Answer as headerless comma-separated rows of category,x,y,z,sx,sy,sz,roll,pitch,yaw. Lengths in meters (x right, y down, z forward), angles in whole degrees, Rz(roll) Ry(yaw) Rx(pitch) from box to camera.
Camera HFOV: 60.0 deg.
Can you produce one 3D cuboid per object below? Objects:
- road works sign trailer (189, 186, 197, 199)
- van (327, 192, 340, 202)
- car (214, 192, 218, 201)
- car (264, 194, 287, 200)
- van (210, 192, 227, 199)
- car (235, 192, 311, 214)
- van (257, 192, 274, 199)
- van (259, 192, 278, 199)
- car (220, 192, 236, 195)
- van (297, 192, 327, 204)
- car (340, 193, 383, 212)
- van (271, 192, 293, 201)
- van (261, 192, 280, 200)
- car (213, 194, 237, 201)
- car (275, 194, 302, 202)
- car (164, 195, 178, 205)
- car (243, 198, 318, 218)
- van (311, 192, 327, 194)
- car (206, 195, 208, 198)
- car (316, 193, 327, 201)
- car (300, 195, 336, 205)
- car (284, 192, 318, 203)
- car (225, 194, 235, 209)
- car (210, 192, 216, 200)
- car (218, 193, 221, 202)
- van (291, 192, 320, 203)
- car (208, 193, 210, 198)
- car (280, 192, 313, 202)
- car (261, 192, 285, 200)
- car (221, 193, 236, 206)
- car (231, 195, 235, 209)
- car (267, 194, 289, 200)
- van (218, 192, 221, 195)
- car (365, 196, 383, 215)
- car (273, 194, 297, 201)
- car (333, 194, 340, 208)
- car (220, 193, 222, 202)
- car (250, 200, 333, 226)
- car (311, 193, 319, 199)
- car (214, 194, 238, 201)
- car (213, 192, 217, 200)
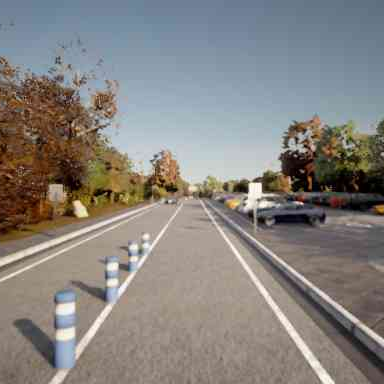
road works sign trailer,0.259,0.152,92.910,2.380,3.560,2.880,-2,1,0
van,20.167,1.073,42.554,4.442,1.987,1.878,0,1,0
car,7.106,1.258,62.011,4.792,1.488,2.163,0,0,0
car,20.374,1.182,81.206,5.008,1.535,2.097,0,0,1
van,7.256,0.946,89.772,4.442,1.987,1.878,0,0,0
car,6.880,1.201,28.706,5.566,2.045,2.435,0,1,0
van,20.359,0.934,92.419,4.442,1.987,1.878,0,0,0
van,20.567,0.939,89.514,4.442,1.987,1.878,0,0,1
car,7.072,1.127,50.909,4.553,1.767,2.185,0,0,0
van,20.283,1.006,56.273,4.442,1.987,1.878,0,0,1
car,20.030,1.105,36.891,5.566,2.045,2.435,0,1,0
van,20.450,0.967,75.789,4.442,1.987,1.878,0,0,0
van,20.545,0.945,86.870,4.442,1.987,1.878,0,0,0
car,7.224,1.207,73.115,4.892,1.521,2.231,0,0,0
car,20.280,1.204,70.125,5.008,1.535,2.097,0,0,1
car,-3.248,1.263,52.306,2.128,1.511,4.902,0,0,1
car,6.833,1.482,25.934,5.008,1.535,2.097,0,1,0
van,20.011,1.020,50.719,4.442,1.987,1.878,0,0,0
car,7.425,0.915,92.547,5.566,2.045,2.435,0,0,0
car,20.102,1.304,45.328,4.792,1.488,2.163,0,1,1
car,20.149,1.238,53.505,5.008,1.535,2.097,0,0,1
car,20.186,0.970,61.814,5.566,2.045,2.435,0,0,0
car,6.737,1.361,37.039,5.366,1.575,1.946,0,1,0
car,6.998,1.214,67.565,5.366,1.575,1.946,0,0,0
car,7.094,1.274,53.682,4.792,1.488,2.163,0,0,0
van,20.074,1.001,59.045,4.442,1.987,1.878,0,0,1
car,7.320,1.183,84.220,5.008,1.535,2.097,0,0,0
car,20.210,0.964,64.584,5.566,2.045,2.435,0,0,0
car,20.376,0.925,84.100,5.566,2.045,2.435,0,0,0
car,6.786,1.302,42.711,5.366,1.575,1.946,0,1,0
car,6.905,1.394,34.262,4.892,1.521,2.231,0,1,0
car,20.354,1.228,78.435,4.674,1.452,2.002,0,0,0
van,7.205,1.013,56.457,4.442,1.987,1.878,0,0,0
car,19.769,1.413,31.357,5.366,1.575,1.946,0,1,1
car,20.313,1.239,73.020,4.674,1.452,2.002,0,0,0
car,19.997,1.357,39.664,4.792,1.488,2.163,0,1,0
car,7.011,1.266,48.130,4.892,1.521,2.231,0,0,0
car,6.775,1.542,23.158,4.792,1.488,2.163,0,1,0
car,20.125,1.287,47.967,4.792,1.488,2.163,0,0,1
car,7.213,1.212,70.339,4.892,1.521,2.231,0,0,0
car,7.130,1.252,64.787,4.792,1.488,2.163,0,0,0
